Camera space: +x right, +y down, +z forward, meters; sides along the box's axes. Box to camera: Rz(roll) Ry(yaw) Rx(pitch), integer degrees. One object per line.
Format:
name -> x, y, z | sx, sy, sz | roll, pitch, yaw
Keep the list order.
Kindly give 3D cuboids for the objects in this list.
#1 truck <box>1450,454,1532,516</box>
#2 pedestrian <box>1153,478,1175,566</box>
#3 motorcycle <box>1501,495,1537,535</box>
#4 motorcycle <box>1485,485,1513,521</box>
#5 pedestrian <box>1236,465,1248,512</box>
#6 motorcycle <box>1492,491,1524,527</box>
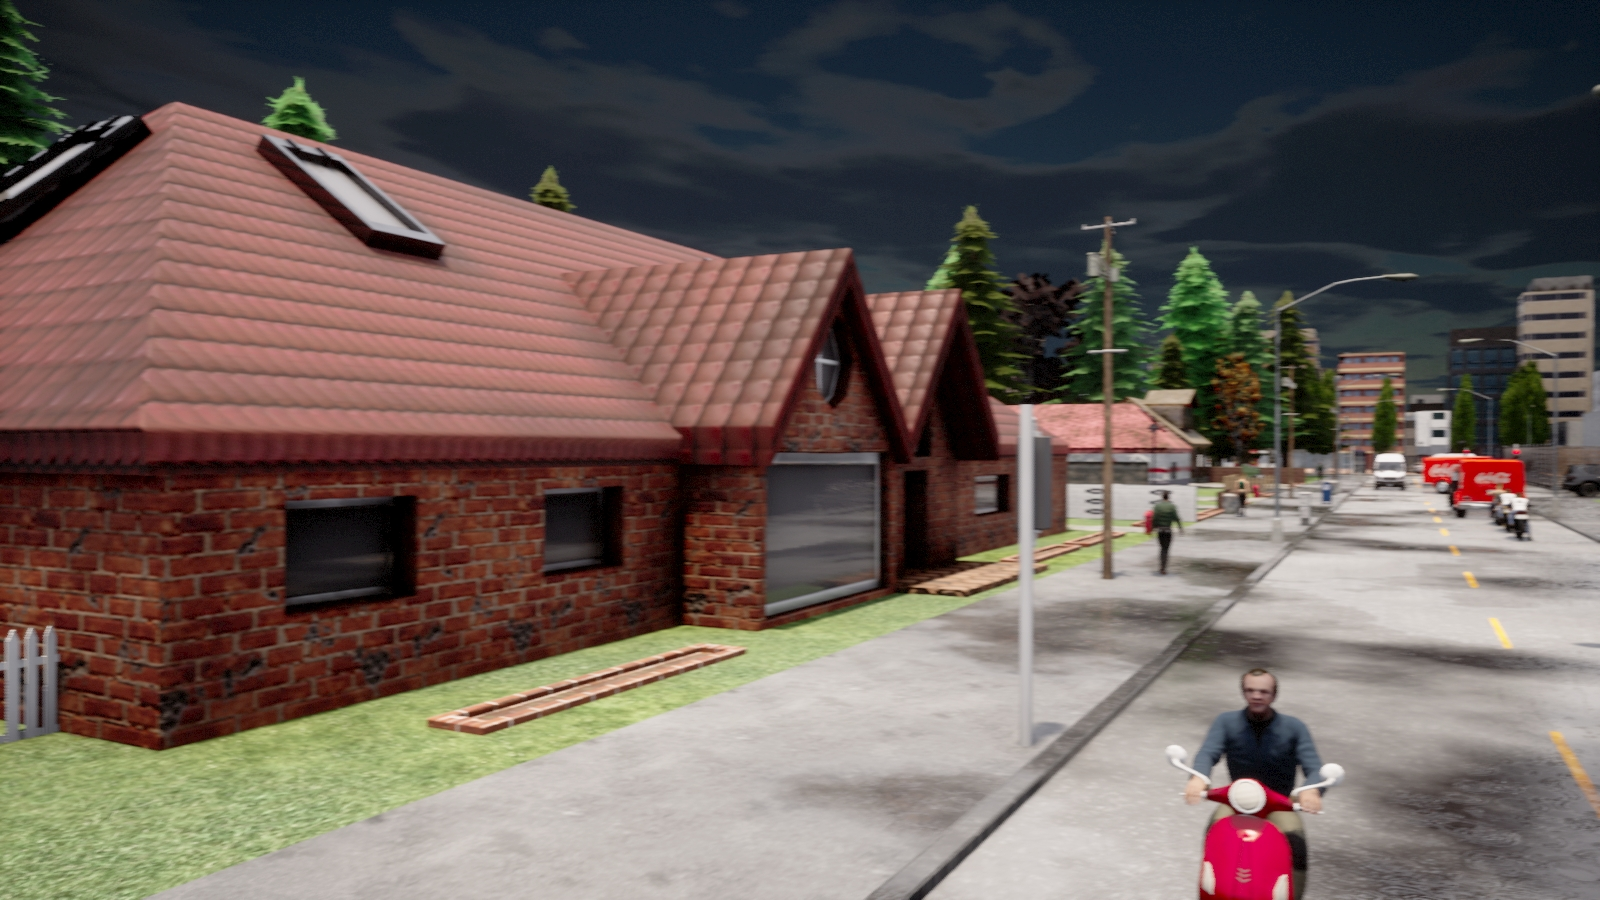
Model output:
truck -> 29.318, 1.409, 48.655 | 2.627, 2.467, 5.204 | 0, 0, 27
pedestrian -> 7.825, 1.536, 24.561 | 0.375, 1.860, 0.375 | 0, 0, 28
motorcycle -> 22.726, 2.041, 36.118 | 0.803, 1.145, 2.033 | 0, 0, 28
motorcycle -> 26.658, 2.006, 43.599 | 0.764, 1.277, 2.356 | 0, 0, 28
pedestrian -> 17.920, 1.556, 46.327 | 0.375, 1.860, 0.375 | 0, 0, 36
motorcycle -> 24.639, 2.045, 39.762 | 0.803, 1.145, 2.033 | 0, 0, 28
